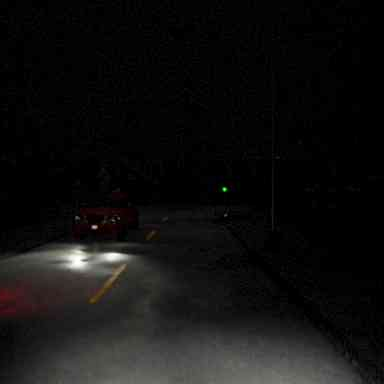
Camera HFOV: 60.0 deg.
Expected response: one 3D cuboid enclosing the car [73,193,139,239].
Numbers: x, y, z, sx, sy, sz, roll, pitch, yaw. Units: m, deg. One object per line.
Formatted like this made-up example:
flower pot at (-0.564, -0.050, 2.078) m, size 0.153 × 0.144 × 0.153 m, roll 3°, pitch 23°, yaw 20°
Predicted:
car at (-4.074, 1.073, 16.701) m, size 2.150 × 2.045 × 5.566 m, roll 0°, pitch 1°, yaw 0°
